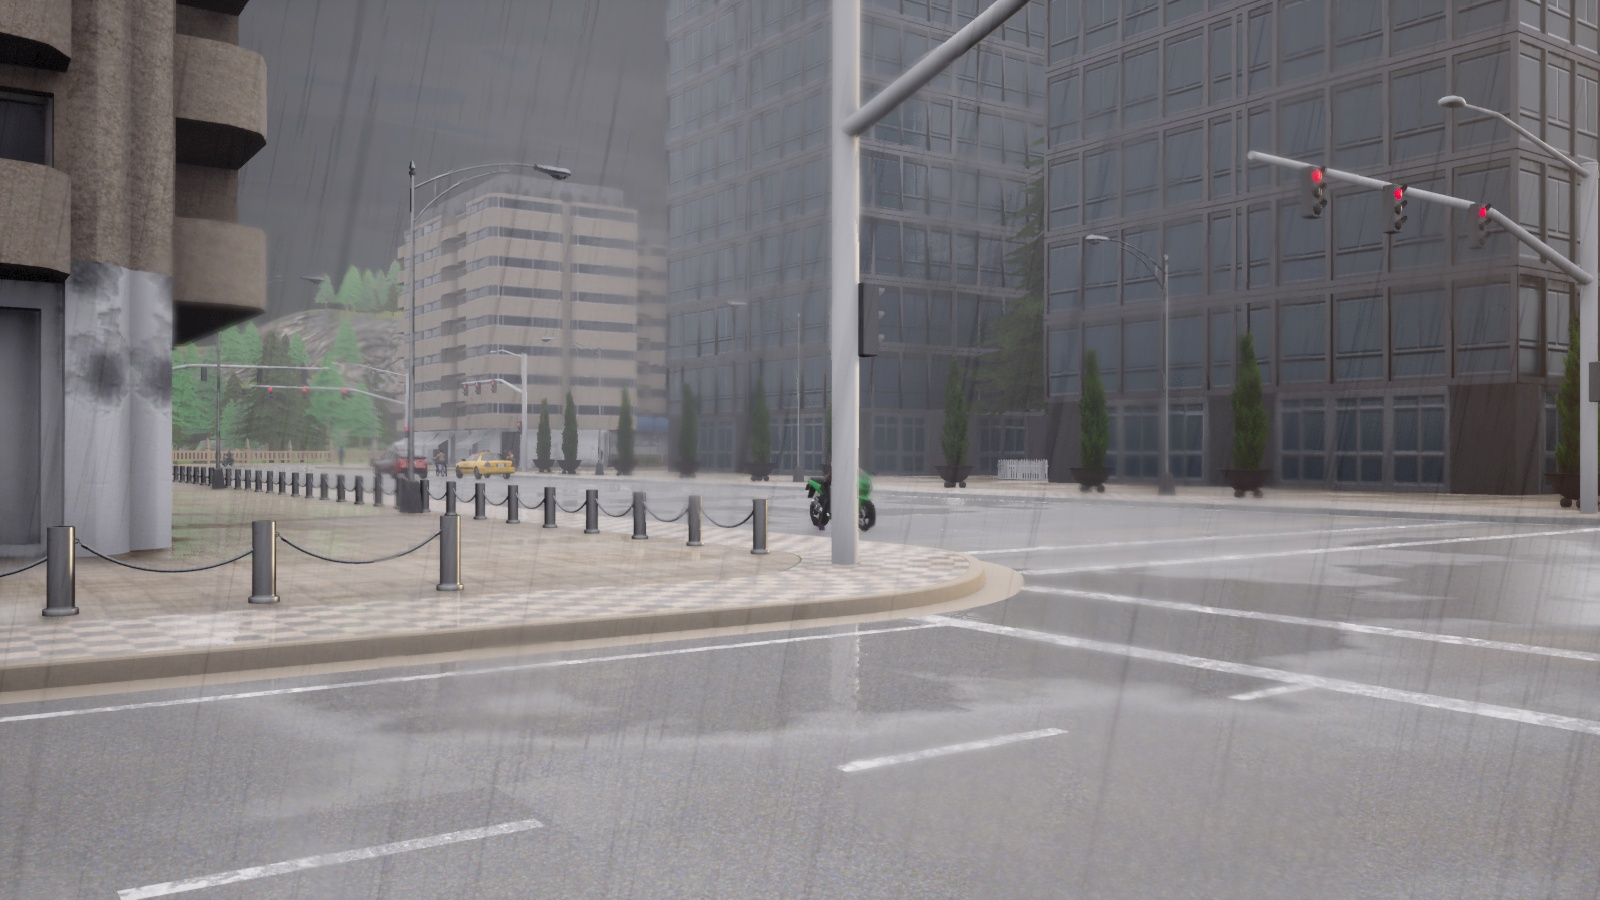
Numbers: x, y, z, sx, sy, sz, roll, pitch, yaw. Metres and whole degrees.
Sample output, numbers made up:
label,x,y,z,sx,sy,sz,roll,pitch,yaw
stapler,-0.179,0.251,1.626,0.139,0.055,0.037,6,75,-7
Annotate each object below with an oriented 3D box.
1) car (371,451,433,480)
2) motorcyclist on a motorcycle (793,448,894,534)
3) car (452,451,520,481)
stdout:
label,x,y,z,sx,sy,sz,roll,pitch,yaw
car,-21.780,0.850,68.660,2.007,1.525,4.514,0,0,-34
motorcyclist on a motorcycle,0.787,0.727,23.342,0.797,1.523,2.044,0,0,-35
car,-17.047,0.831,67.935,1.801,1.575,5.366,0,0,-34
